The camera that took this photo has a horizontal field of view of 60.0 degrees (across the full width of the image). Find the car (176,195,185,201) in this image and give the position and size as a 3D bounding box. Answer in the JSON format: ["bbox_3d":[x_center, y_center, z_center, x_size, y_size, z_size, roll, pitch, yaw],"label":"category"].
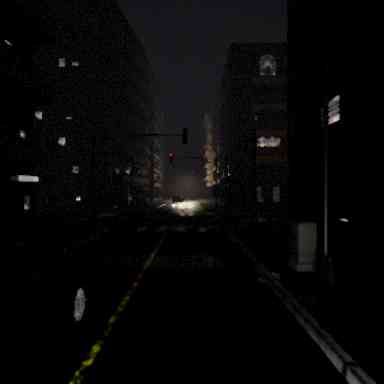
[{"bbox_3d":[-2.742,1.414,78.529,1.994,1.385,4.181,0,0,0],"label":"car"}]

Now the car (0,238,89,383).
[{"bbox_3d":[-2.838,1.470,4.187,1.882,1.535,5.008,0,0,0],"label":"car"}]

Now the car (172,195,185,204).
[{"bbox_3d":[-2.766,1.434,62.641,2.128,1.511,4.902,0,0,0],"label":"car"}]
